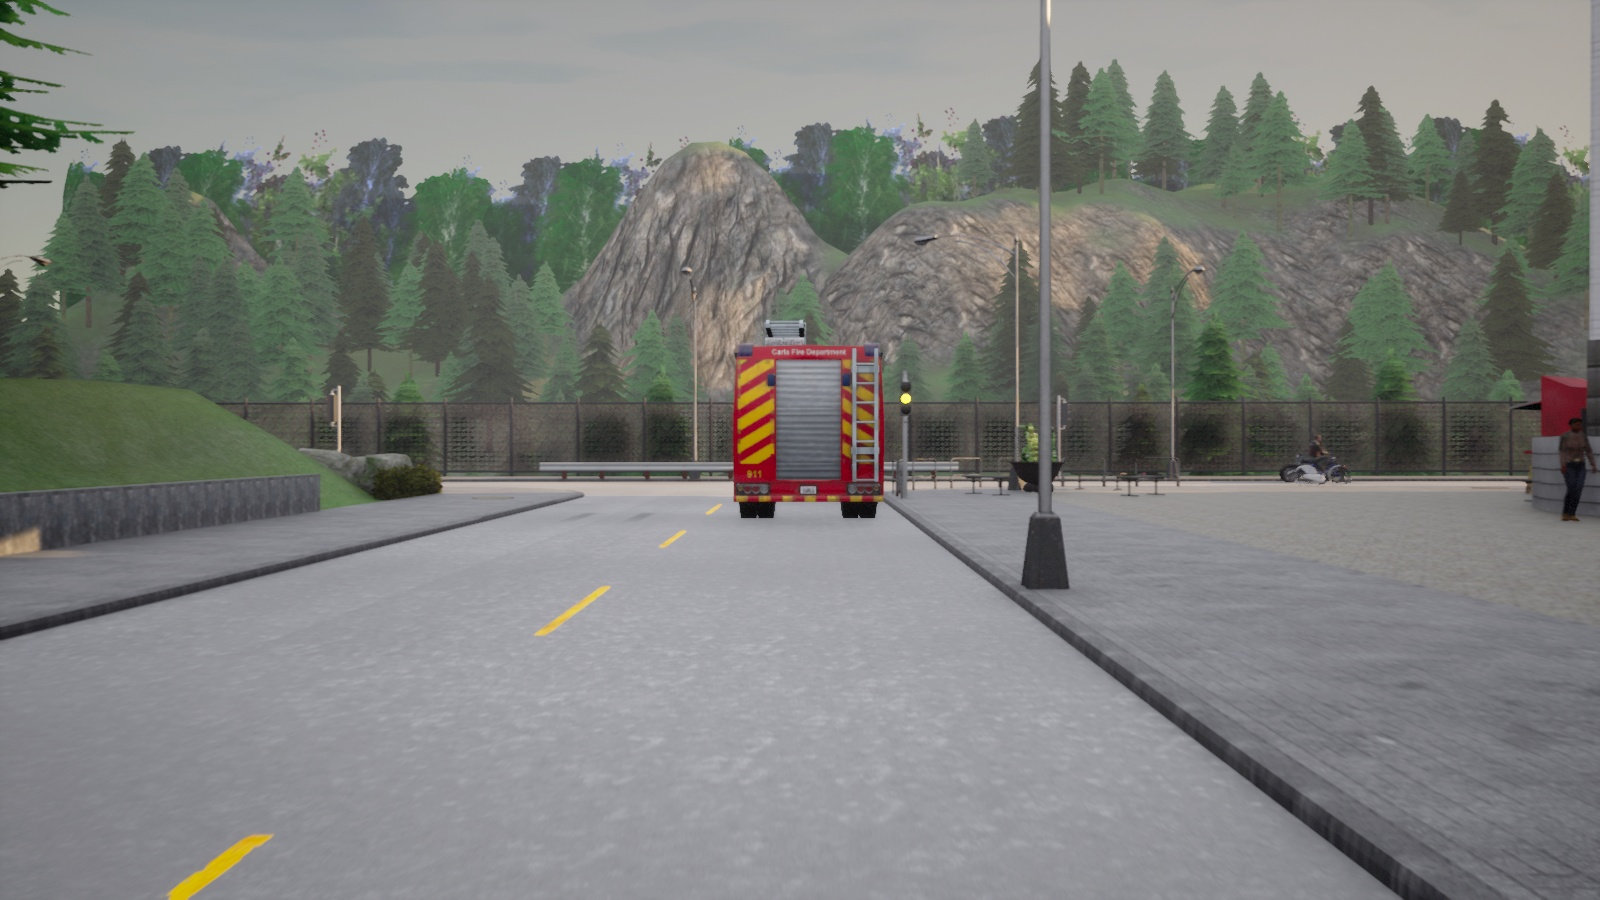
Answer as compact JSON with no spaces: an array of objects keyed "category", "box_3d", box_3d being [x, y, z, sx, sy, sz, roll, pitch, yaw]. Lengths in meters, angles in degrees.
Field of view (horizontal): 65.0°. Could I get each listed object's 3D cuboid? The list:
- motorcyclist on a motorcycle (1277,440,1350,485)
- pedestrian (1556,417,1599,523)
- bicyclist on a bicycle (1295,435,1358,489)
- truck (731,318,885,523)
[{"category":"motorcyclist on a motorcycle","box_3d":[18.783,0.453,45.982,2.350,1.649,0.766,0,0,0]},{"category":"pedestrian","box_3d":[13.512,0.344,21.824,0.328,1.805,0.869,0,0,9]},{"category":"bicyclist on a bicycle","box_3d":[17.597,0.395,41.972,1.843,1.776,0.659,0,0,0]},{"category":"truck","box_3d":[0.177,-0.575,27.780,2.891,3.827,8.468,0,0,0]}]
